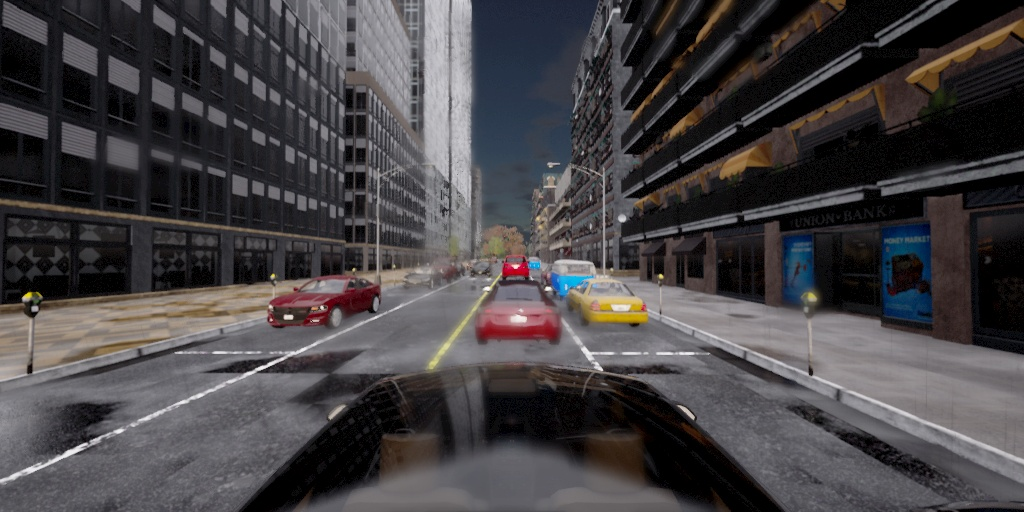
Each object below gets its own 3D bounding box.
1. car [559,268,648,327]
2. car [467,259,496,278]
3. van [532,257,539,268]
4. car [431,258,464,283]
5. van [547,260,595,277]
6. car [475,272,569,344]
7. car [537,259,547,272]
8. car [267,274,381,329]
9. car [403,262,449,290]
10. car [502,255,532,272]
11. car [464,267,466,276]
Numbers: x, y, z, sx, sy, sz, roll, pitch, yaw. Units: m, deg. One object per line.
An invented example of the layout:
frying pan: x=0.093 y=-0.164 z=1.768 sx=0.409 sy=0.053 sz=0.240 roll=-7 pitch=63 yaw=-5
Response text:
car: x=2.765 y=1.275 z=11.387 sx=1.751 sy=1.417 sz=4.829 roll=0 pitch=0 yaw=0
car: x=-2.837 y=1.255 z=34.159 sx=1.837 sy=1.490 sz=4.892 roll=0 pitch=0 yaw=1
van: x=3.074 y=1.091 z=50.816 sx=1.690 sy=1.789 sz=3.998 roll=0 pitch=0 yaw=0
car: x=-5.484 y=1.064 z=28.246 sx=2.192 sy=1.841 sz=5.009 roll=0 pitch=0 yaw=0
van: x=2.808 y=1.090 z=16.873 sx=1.690 sy=1.789 sz=3.998 roll=0 pitch=0 yaw=0
car: x=0.159 y=1.314 z=9.616 sx=1.994 sy=1.385 sz=4.181 roll=0 pitch=0 yaw=0
car: x=2.852 y=1.189 z=22.531 sx=1.967 sy=1.591 sz=4.097 roll=0 pitch=0 yaw=0
car: x=-5.617 y=1.295 z=11.276 sx=1.888 sy=1.381 sz=4.507 roll=0 pitch=0 yaw=0
car: x=-5.528 y=1.300 z=22.590 sx=2.007 sy=1.370 sz=4.403 roll=0 pitch=0 yaw=0
car: x=0.317 y=0.971 z=30.024 sx=2.150 sy=2.045 sz=5.566 roll=0 pitch=0 yaw=1
car: x=-5.440 y=1.315 z=33.904 sx=1.948 sy=1.339 sz=4.313 roll=0 pitch=0 yaw=0
